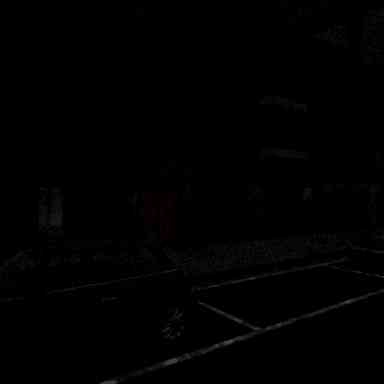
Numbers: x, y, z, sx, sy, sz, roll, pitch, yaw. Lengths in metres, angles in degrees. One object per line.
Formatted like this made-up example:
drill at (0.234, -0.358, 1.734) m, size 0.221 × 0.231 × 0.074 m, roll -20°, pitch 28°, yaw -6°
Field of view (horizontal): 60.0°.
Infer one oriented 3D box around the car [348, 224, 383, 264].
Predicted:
car at (6.975, 1.692, 11.155) m, size 4.206 × 1.307 × 1.802 m, roll 1°, pitch 0°, yaw -35°

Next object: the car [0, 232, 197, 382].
car at (-1.999, 1.449, 4.760) m, size 4.097 × 1.590 × 1.967 m, roll 1°, pitch 0°, yaw -35°
